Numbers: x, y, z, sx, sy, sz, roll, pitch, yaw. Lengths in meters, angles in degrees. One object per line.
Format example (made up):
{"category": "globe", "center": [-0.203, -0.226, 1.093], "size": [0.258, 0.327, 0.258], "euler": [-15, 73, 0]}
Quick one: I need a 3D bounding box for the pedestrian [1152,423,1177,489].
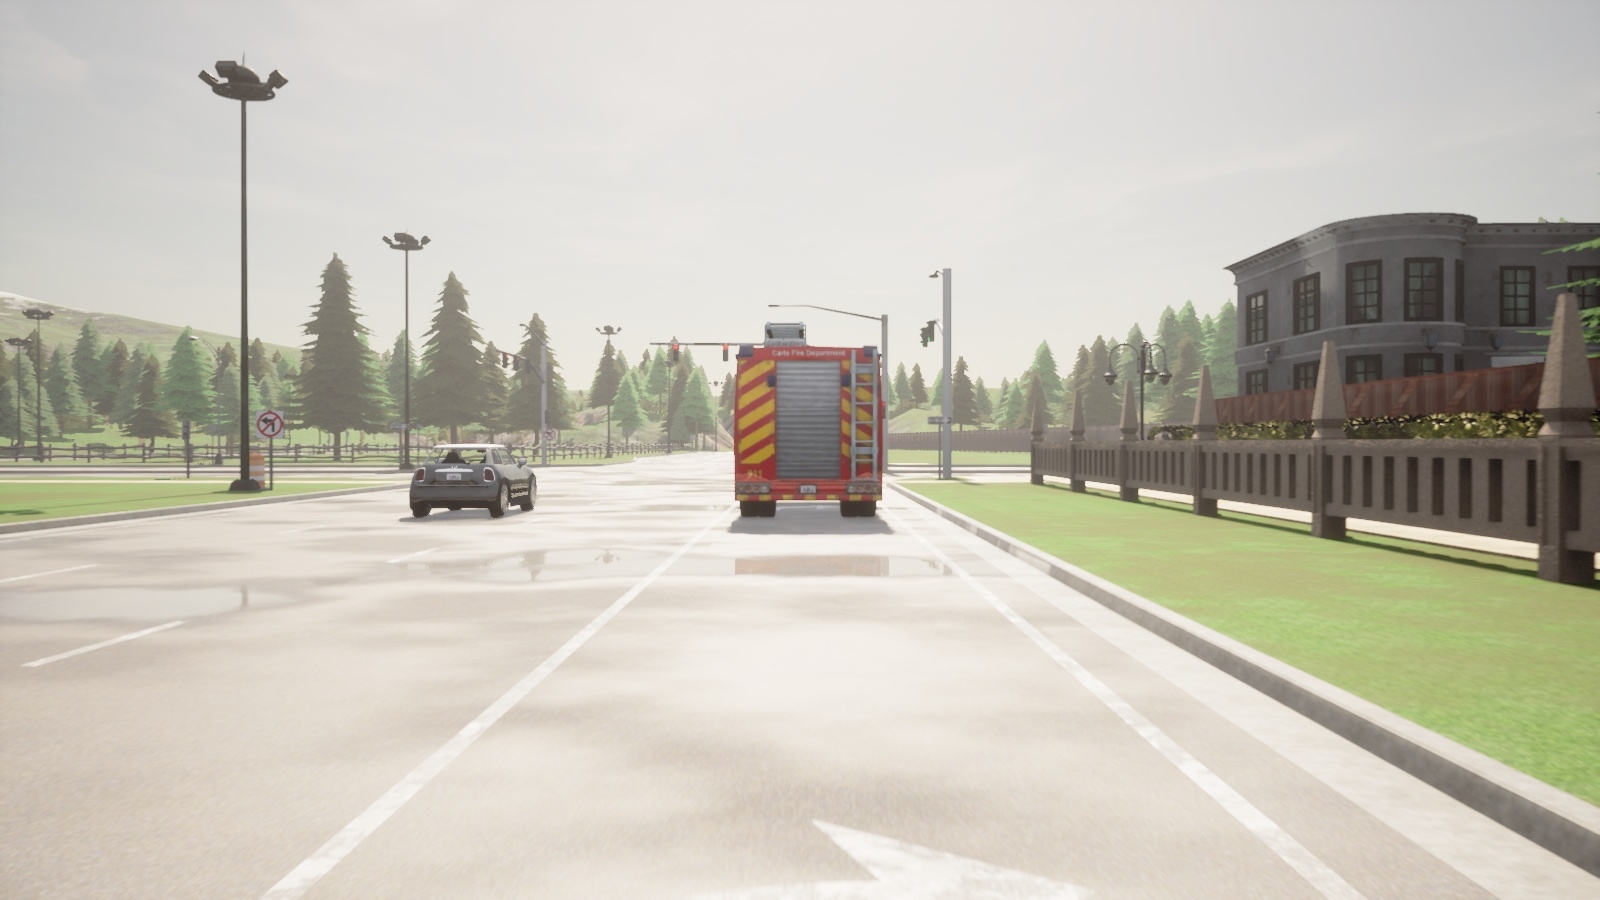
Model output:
{"category": "pedestrian", "center": [10.309, 0.164, 35.518], "size": [0.540, 1.848, 0.694], "euler": [0, 0, 2]}

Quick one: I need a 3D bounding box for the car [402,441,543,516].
{"category": "car", "center": [-6.833, 0.556, 26.621], "size": [1.970, 1.475, 3.806], "euler": [0, 0, 0]}

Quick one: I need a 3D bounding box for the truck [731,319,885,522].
{"category": "truck", "center": [0.175, -0.575, 27.927], "size": [2.891, 3.827, 8.468], "euler": [0, 0, 0]}
